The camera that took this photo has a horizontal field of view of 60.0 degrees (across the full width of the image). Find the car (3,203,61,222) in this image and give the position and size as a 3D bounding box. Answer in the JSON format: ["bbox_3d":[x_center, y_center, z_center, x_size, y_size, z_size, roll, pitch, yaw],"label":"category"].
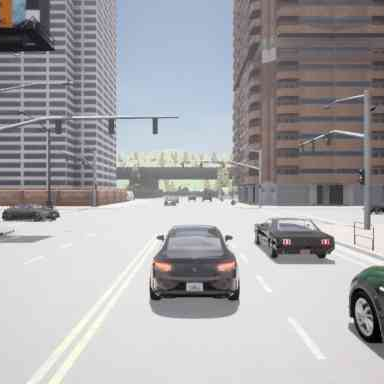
[{"bbox_3d":[-12.398,1.565,25.781,4.181,1.385,1.994,0,0,15],"label":"car"}]

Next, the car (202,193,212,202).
[{"bbox_3d":[3.534,1.225,77.979,2.150,2.045,5.566,0,0,0],"label":"car"}]

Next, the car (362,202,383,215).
[{"bbox_3d":[19.971,1.601,33.697,4.718,1.301,1.895,0,0,1],"label":"car"}]

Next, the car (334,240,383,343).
[{"bbox_3d":[3.601,1.352,3.594,2.097,1.767,4.553,0,0,0],"label":"car"}]

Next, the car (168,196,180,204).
[{"bbox_3d":[-3.513,1.491,65.201,2.128,1.511,4.902,0,0,1],"label":"car"}]

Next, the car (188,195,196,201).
[{"bbox_3d":[0.033,1.425,77.270,1.837,1.490,4.892,0,0,0],"label":"car"}]

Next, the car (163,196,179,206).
[{"bbox_3d":[-3.577,1.491,54.797,2.128,1.511,4.902,0,0,-1],"label":"car"}]

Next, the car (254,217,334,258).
[{"bbox_3d":[3.608,1.601,12.679,1.895,1.301,4.718,0,0,1],"label":"car"}]

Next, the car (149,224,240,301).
[{"bbox_3d":[0.064,1.526,8.227,1.812,1.442,4.674,0,0,0],"label":"car"}]
